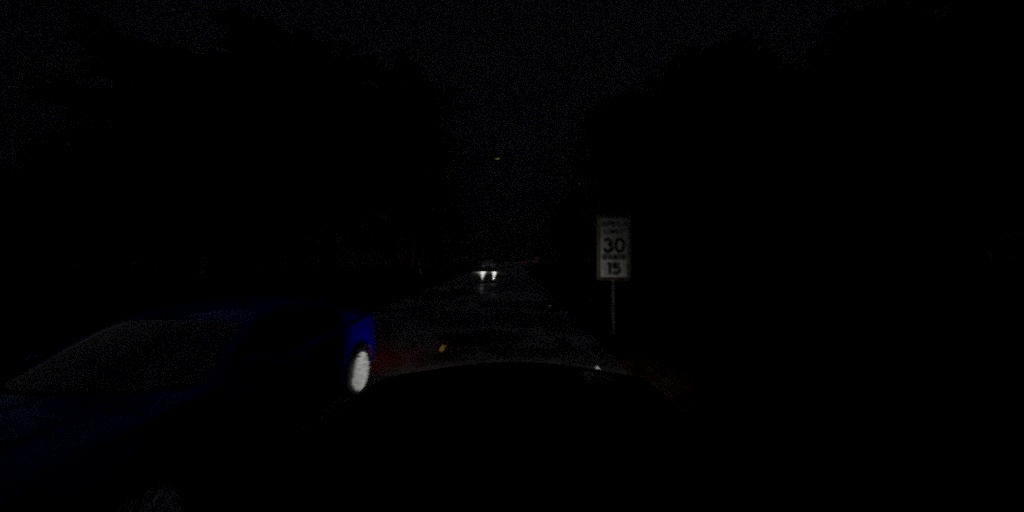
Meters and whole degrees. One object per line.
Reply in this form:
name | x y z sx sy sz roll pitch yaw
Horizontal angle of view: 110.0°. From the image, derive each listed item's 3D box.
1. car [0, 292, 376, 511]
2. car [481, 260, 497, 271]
car | -3.100 1.221 3.704 1.882 1.535 5.008 0 0 0
car | -3.024 1.245 47.171 1.812 1.442 4.674 0 0 0
